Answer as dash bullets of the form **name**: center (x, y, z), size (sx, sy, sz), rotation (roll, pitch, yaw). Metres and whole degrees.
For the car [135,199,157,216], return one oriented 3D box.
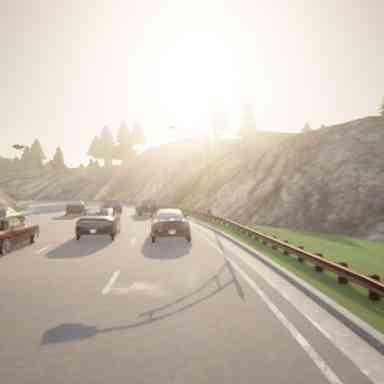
- **car**: center (-4.689, 1.458, 34.423), size (2.097, 1.767, 4.553), rotation (0, 0, -15)

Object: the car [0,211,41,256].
- **car**: center (-7.783, 1.677, 13.389), size (1.895, 1.301, 4.718), rotation (0, 0, -6)

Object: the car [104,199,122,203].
- **car**: center (-8.340, 1.479, 34.505), size (2.097, 1.767, 4.553), rotation (0, 0, -15)

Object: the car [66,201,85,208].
- **car**: center (-12.018, 1.627, 34.711), size (1.882, 1.535, 5.008), rotation (0, 0, -16)

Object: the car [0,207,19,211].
- **car**: center (-12.639, 1.688, 22.205), size (1.994, 1.385, 4.181), rotation (0, 0, -10)

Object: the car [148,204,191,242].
- **car**: center (-1.145, 1.571, 16.666), size (1.812, 1.442, 4.674), rotation (0, 0, -7)

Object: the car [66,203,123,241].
- **car**: center (-4.760, 1.559, 17.350), size (2.128, 1.511, 4.902), rotation (0, 0, -8)
